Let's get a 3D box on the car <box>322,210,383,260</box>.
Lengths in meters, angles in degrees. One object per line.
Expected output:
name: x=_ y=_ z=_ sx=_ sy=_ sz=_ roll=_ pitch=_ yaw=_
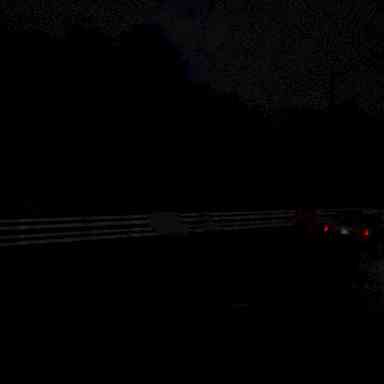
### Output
car: x=7.286 y=1.497 z=13.336 sx=4.553 sy=1.767 sz=2.097 roll=1 pitch=-1 yaw=-35
